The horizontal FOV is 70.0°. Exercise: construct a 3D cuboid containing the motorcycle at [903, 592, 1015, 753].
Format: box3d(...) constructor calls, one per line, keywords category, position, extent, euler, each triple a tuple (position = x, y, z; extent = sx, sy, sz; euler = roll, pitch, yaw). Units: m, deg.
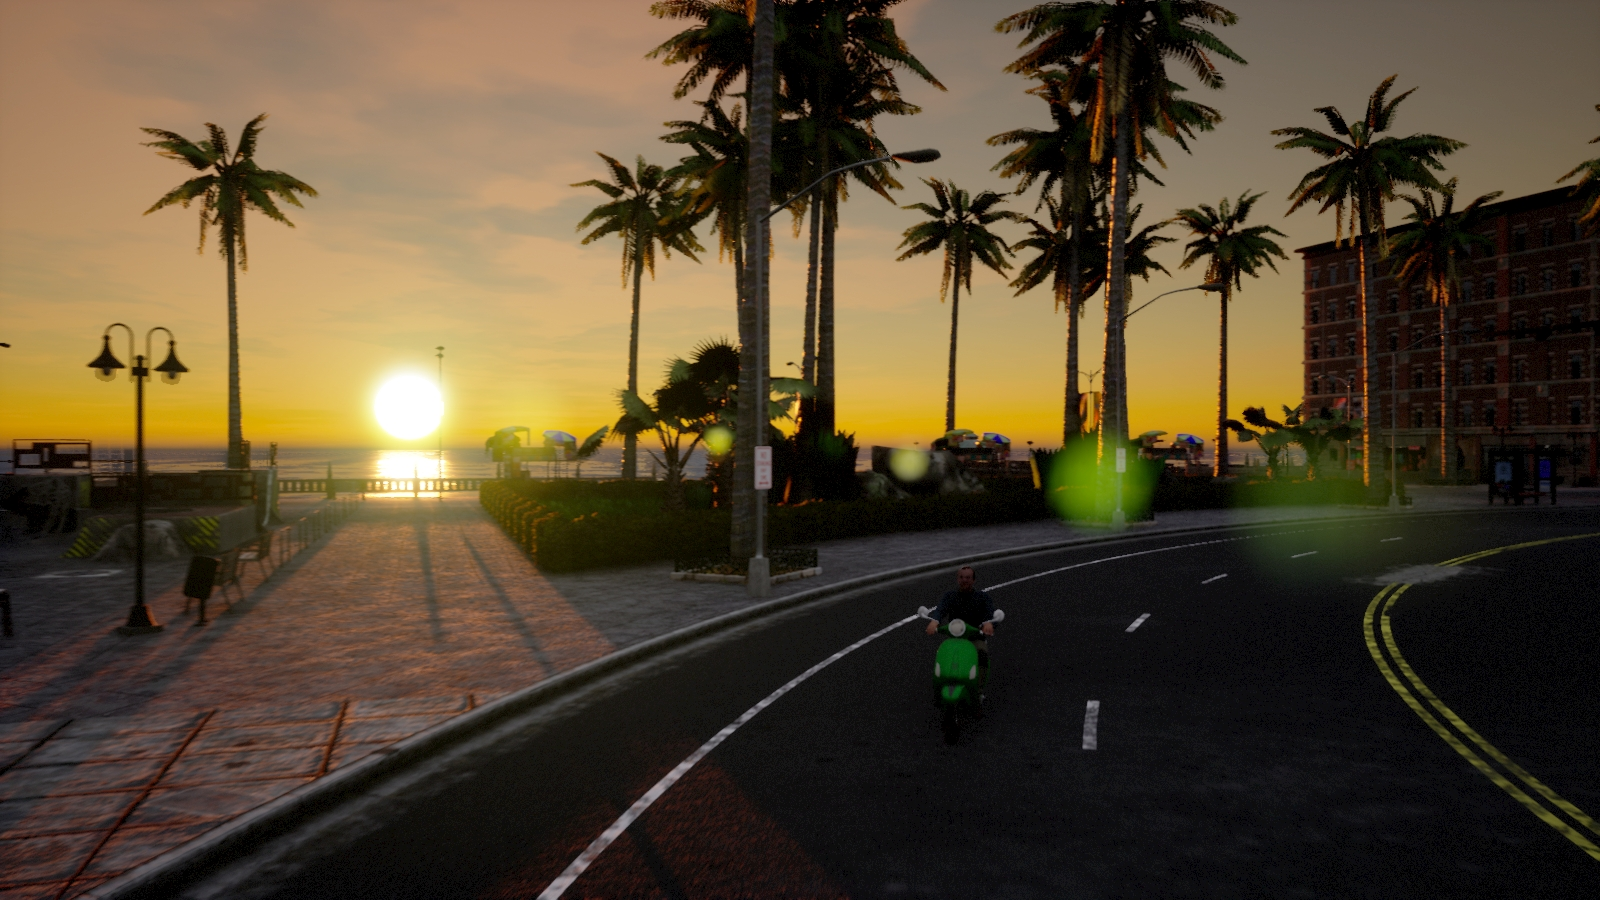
box3d(category="motorcycle", position=(1.648, 2.183, 11.565), extent=(0.856, 1.236, 1.805), euler=(1, 0, 16))
